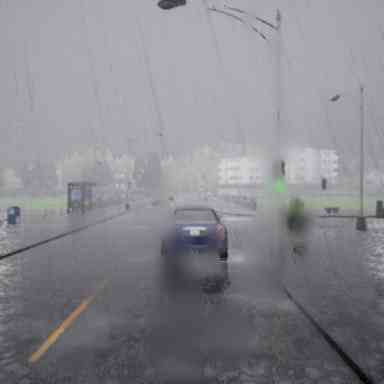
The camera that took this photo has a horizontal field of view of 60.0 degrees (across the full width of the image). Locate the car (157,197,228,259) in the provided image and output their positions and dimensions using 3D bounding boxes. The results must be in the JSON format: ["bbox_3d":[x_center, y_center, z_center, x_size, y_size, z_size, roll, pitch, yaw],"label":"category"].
[{"bbox_3d":[0.089,1.227,12.183,2.097,1.767,4.553,0,1,0],"label":"car"}]

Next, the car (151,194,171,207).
[{"bbox_3d":[-4.090,1.068,43.040,1.837,1.490,4.892,0,1,0],"label":"car"}]

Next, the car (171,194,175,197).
[{"bbox_3d":[-4.047,1.005,58.915,1.895,1.301,4.718,0,1,0],"label":"car"}]
